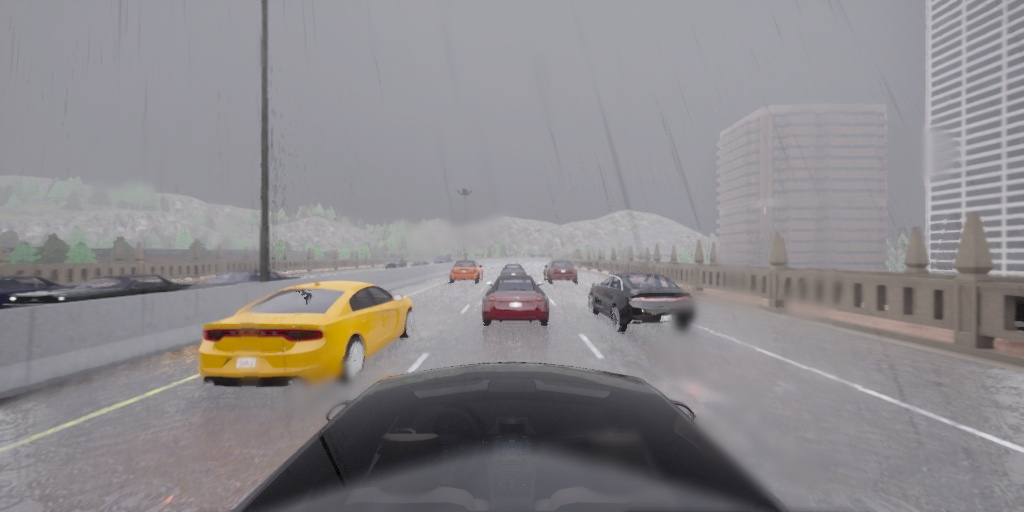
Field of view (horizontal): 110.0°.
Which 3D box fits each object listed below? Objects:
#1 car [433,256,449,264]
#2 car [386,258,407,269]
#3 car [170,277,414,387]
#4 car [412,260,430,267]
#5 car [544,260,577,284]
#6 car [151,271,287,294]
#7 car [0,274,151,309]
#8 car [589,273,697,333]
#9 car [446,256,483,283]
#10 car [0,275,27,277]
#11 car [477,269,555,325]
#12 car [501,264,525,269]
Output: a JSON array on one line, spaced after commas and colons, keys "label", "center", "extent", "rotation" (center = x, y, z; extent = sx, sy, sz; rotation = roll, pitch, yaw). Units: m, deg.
[{"label": "car", "center": [-10.548, 0.947, 55.213], "extent": [2.150, 2.045, 5.566], "rotation": [0, 0, 0]}, {"label": "car", "center": [-17.540, 1.078, 54.605], "extent": [2.097, 1.767, 4.553], "rotation": [0, 0, 0]}, {"label": "car", "center": [-3.398, 1.225, 7.081], "extent": [1.882, 1.535, 5.008], "rotation": [0, 0, 0]}, {"label": "car", "center": [-14.047, 1.289, 55.310], "extent": [1.994, 1.385, 4.181], "rotation": [0, 0, 0]}, {"label": "car", "center": [3.608, 1.090, 27.379], "extent": [2.097, 1.767, 4.553], "rotation": [0, 0, 0]}, {"label": "car", "center": [-10.596, 1.292, 14.285], "extent": [2.033, 1.411, 5.357], "rotation": [0, 0, 0]}, {"label": "car", "center": [-14.096, 1.346, 12.784], "extent": [1.895, 1.301, 4.718], "rotation": [0, 0, 0]}, {"label": "car", "center": [3.604, 1.237, 10.730], "extent": [2.128, 1.511, 4.902], "rotation": [0, 0, 0]}, {"label": "car", "center": [-3.393, 1.090, 27.484], "extent": [2.097, 1.767, 4.553], "rotation": [0, 0, 0]}, {"label": "car", "center": [-17.596, 1.346, 11.986], "extent": [1.895, 1.301, 4.718], "rotation": [0, 0, 0]}, {"label": "car", "center": [0.104, 1.309, 11.872], "extent": [1.994, 1.385, 4.181], "rotation": [0, 0, 0]}, {"label": "car", "center": [0.109, 1.302, 28.313], "extent": [1.994, 1.385, 4.181], "rotation": [0, 0, 0]}]
